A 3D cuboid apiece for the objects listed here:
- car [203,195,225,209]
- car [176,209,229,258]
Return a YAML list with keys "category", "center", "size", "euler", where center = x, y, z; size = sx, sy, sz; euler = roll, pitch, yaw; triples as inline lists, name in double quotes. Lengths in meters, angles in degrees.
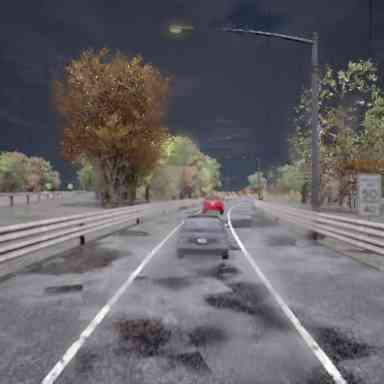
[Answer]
- category: "car"
  center: [2.498, 1.378, 37.619]
  size: [2.150, 2.045, 5.566]
  euler: [0, 0, 7]
- category: "car"
  center: [0.435, 1.606, 13.020]
  size: [2.033, 1.411, 5.357]
  euler: [0, 0, 2]
